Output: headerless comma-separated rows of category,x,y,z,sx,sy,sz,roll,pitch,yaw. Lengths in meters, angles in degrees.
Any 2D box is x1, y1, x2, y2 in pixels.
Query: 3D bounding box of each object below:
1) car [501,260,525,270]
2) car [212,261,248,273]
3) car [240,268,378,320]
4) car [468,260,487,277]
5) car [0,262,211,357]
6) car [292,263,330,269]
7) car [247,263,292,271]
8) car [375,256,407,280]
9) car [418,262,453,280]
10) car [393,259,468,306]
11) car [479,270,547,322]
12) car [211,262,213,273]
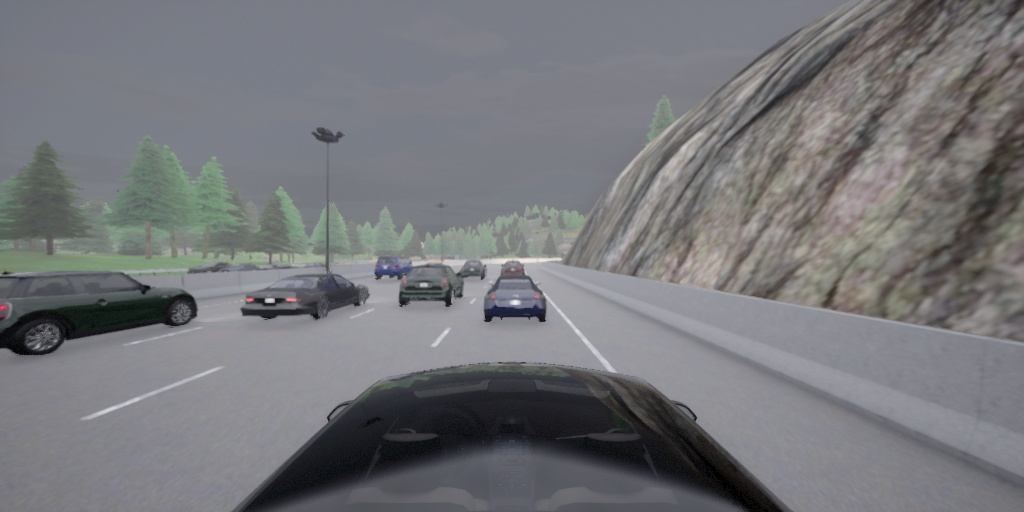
car,0.089,1.179,32.776,2.097,1.767,4.553,0,0,0
car,-28.090,1.410,37.197,1.994,1.385,4.181,0,0,0
car,-6.903,1.327,12.731,2.033,1.411,5.357,0,0,0
car,-3.412,1.180,32.776,2.097,1.767,4.553,0,0,0
car,-10.402,1.123,8.785,2.097,1.767,4.553,0,0,0
car,-21.093,1.412,38.514,1.994,1.385,4.181,0,0,0
car,-24.598,1.446,37.271,1.895,1.301,4.718,0,0,0
car,-10.412,1.050,32.116,2.150,2.045,5.566,0,0,0
car,-6.913,1.321,32.954,2.128,1.511,4.902,0,0,0
car,-3.405,1.138,15.964,2.097,1.767,4.553,0,0,0
car,0.097,1.341,12.519,1.994,1.385,4.181,0,0,0
car,-31.585,1.327,38.053,1.882,1.535,5.008,0,0,0
